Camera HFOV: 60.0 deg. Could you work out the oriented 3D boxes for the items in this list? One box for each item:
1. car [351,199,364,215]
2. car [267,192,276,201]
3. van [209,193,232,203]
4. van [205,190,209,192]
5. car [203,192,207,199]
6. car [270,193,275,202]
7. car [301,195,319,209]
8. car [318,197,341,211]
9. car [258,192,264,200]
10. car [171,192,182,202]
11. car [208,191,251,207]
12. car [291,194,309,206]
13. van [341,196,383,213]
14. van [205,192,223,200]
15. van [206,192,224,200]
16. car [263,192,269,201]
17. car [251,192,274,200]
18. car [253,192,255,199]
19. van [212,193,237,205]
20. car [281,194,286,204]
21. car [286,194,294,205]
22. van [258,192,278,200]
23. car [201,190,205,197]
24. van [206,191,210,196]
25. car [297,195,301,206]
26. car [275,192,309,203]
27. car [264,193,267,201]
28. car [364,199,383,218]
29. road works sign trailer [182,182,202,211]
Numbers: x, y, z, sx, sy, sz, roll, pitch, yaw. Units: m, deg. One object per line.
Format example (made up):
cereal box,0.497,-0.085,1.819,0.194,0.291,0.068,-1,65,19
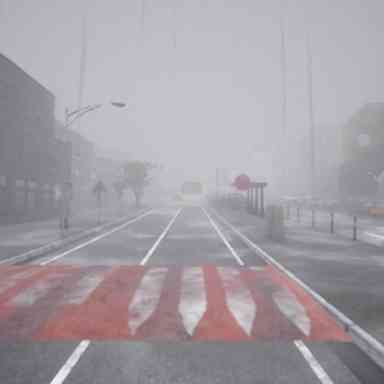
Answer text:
car,18.835,1.682,32.906,4.674,1.452,2.002,0,0,0
car,18.971,1.415,68.990,5.366,1.575,1.946,0,0,0
van,5.825,1.197,68.265,4.442,1.987,1.878,0,0,0
van,5.809,1.082,79.485,4.442,1.987,1.878,0,1,0
car,5.702,1.342,76.680,4.892,1.521,2.231,0,1,0
car,18.785,1.439,66.213,5.008,1.535,2.097,0,0,0
car,18.633,1.555,46.783,5.366,1.575,1.946,0,0,0
car,18.797,1.621,41.231,4.792,1.488,2.163,0,0,0
car,18.746,1.083,77.316,5.566,2.045,2.435,0,1,0
car,-3.255,1.108,70.973,2.150,2.045,5.566,0,1,0
car,5.704,1.278,51.443,5.566,2.045,2.435,0,0,0
car,18.817,1.526,52.333,4.892,1.521,2.231,0,0,0
van,18.951,1.399,35.680,4.442,1.987,1.878,0,0,0
van,5.797,0.966,87.892,4.442,1.987,1.878,0,1,0
van,5.801,1.005,85.089,4.442,1.987,1.878,0,1,0
car,18.808,1.395,74.545,4.792,1.488,2.163,0,1,0
car,18.788,0.934,88.419,5.566,2.045,2.435,0,1,0
car,18.949,1.221,85.647,5.366,1.575,1.946,0,1,0
van,5.837,1.253,59.853,4.442,1.987,1.878,0,0,0
car,18.808,1.492,57.885,5.008,1.535,2.097,0,0,0
car,18.812,1.508,55.109,5.008,1.535,2.097,0,0,0
van,18.884,1.036,82.869,4.442,1.987,1.878,0,1,0
car,5.660,1.018,82.285,5.566,2.045,2.435,0,1,0
van,5.596,1.219,65.463,4.442,1.987,1.878,0,0,0
car,18.844,1.571,49.558,4.792,1.488,2.163,0,0,0
car,18.770,1.224,60.659,5.566,2.045,2.435,0,0,0
car,18.753,1.426,71.762,4.792,1.488,2.163,0,1,0
car,18.837,1.659,30.129,5.008,1.535,2.097,0,0,0
road works sign trailer,-0.006,0.567,41.708,2.380,3.560,2.880,0,0,-1
